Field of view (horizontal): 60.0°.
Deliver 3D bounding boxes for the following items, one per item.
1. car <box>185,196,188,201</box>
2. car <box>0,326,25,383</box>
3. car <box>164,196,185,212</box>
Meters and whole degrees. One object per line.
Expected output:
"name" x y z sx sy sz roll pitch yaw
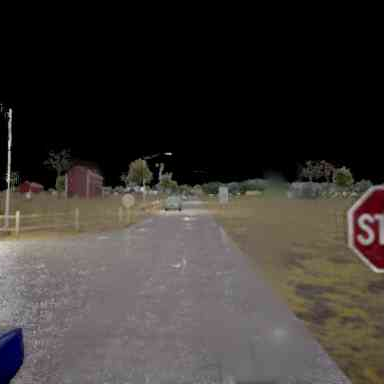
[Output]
"car" -2.176 1.782 90.779 1.882 1.535 5.008 0 0 0
"car" -2.733 1.634 1.324 1.895 1.301 4.718 0 -1 1
"car" -2.443 1.650 44.447 2.150 2.045 5.566 0 1 0
